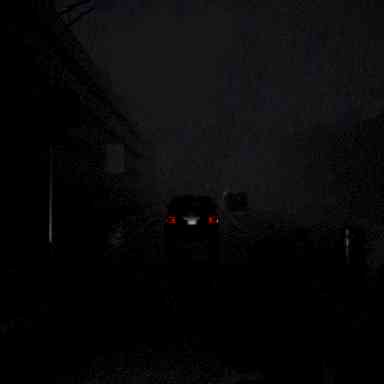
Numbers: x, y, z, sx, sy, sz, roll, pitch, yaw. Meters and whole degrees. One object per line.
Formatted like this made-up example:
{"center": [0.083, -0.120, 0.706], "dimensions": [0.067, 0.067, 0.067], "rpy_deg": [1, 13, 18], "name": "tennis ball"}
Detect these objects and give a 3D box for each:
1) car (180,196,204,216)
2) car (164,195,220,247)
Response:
{"center": [0.000, 1.165, 29.653], "dimensions": [1.882, 1.535, 5.008], "rpy_deg": [0, 1, 0], "name": "car"}
{"center": [0.000, 1.151, 14.675], "dimensions": [2.150, 2.045, 5.566], "rpy_deg": [0, 1, 0], "name": "car"}
